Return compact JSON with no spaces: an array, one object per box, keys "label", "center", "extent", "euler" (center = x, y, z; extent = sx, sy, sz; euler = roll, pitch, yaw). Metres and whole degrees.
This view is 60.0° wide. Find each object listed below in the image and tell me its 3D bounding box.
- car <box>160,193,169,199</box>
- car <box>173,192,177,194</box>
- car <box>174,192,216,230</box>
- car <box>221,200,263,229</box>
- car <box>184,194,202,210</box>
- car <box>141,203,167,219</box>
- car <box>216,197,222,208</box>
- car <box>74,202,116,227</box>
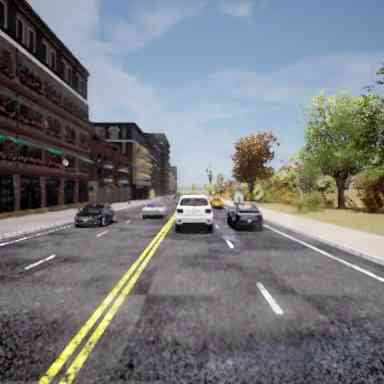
[{"label":"car","center":[-6.419,1.022,78.324],"extent":[2.097,1.767,4.553],"euler":[0,0,0]},{"label":"car","center":[-3.169,0.893,78.260],"extent":[2.150,2.045,5.566],"euler":[0,0,0]},{"label":"car","center":[0.122,1.232,21.141],"extent":[2.150,2.045,5.566],"euler":[0,0,0]},{"label":"car","center":[3.373,1.503,21.814],"extent":[2.128,1.511,4.902],"euler":[0,0,0]},{"label":"car","center":[0.122,1.247,43.892],"extent":[2.150,2.045,5.566],"euler":[0,0,0]},{"label":"car","center":[-3.295,1.617,29.600],"extent":[1.895,1.301,4.718],"euler":[0,0,0]},{"label":"car","center":[3.385,1.507,47.008],"extent":[1.882,1.535,5.008],"euler":[0,0,0]},{"label":"car","center":[-6.570,1.515,22.946],"extent":[1.837,1.490,4.892],"euler":[0,0,0]}]
